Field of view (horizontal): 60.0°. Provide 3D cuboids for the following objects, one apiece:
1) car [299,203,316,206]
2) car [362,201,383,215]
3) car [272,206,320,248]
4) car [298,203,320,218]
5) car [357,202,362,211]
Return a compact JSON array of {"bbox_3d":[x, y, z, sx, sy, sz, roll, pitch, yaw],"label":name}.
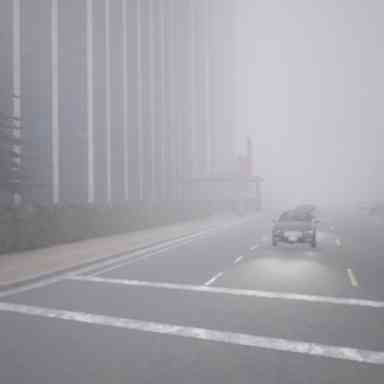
[{"bbox_3d":[8.655,1.759,25.415,2.128,1.511,4.902,-1,-1,21],"label":"car"},{"bbox_3d":[21.053,1.779,37.764,2.128,1.511,4.902,-1,-1,21],"label":"car"},{"bbox_3d":[4.966,1.656,15.817,2.128,1.511,4.902,-1,-1,21],"label":"car"},{"bbox_3d":[12.469,1.922,35.293,2.033,1.411,5.357,-1,-1,21],"label":"car"},{"bbox_3d":[24.653,1.991,47.260,1.895,1.301,4.718,-1,-1,21],"label":"car"}]
